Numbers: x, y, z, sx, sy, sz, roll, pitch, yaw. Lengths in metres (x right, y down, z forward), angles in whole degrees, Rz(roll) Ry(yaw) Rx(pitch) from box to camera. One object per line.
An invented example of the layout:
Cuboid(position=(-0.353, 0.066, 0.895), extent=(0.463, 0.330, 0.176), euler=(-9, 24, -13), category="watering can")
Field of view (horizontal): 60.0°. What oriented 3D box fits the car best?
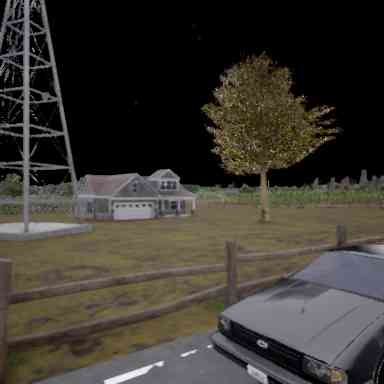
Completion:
Cuboid(position=(2.864, 1.573, 5.115), extent=(5.357, 1.411, 2.033), euler=(0, 0, -36), category="car")
